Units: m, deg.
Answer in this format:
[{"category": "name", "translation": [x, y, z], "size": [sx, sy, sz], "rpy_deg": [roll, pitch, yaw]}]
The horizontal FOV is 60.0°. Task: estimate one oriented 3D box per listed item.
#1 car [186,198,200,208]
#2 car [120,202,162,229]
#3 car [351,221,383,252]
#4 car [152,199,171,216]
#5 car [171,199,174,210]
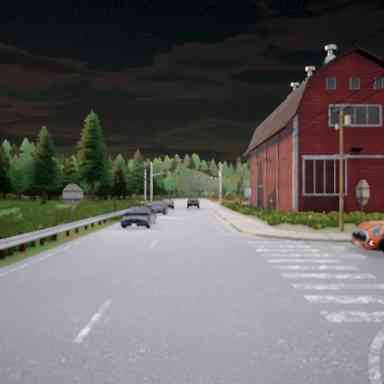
[{"category": "car", "translation": [0.177, 1.751, 51.822], "size": [1.837, 1.490, 4.892], "rpy_deg": [0, -2, 0]}, {"category": "car", "translation": [-3.563, 1.658, 23.002], "size": [2.033, 1.411, 5.357], "rpy_deg": [0, 0, 0]}, {"category": "car", "translation": [8.647, 1.416, 12.760], "size": [4.553, 1.767, 2.097], "rpy_deg": [0, 0, 4]}, {"category": "car", "translation": [-3.545, 1.675, 34.935], "size": [1.837, 1.490, 4.892], "rpy_deg": [0, -1, 0]}, {"category": "car", "translation": [-3.513, 1.705, 47.045], "size": [1.882, 1.535, 5.008], "rpy_deg": [0, 0, 0]}]
